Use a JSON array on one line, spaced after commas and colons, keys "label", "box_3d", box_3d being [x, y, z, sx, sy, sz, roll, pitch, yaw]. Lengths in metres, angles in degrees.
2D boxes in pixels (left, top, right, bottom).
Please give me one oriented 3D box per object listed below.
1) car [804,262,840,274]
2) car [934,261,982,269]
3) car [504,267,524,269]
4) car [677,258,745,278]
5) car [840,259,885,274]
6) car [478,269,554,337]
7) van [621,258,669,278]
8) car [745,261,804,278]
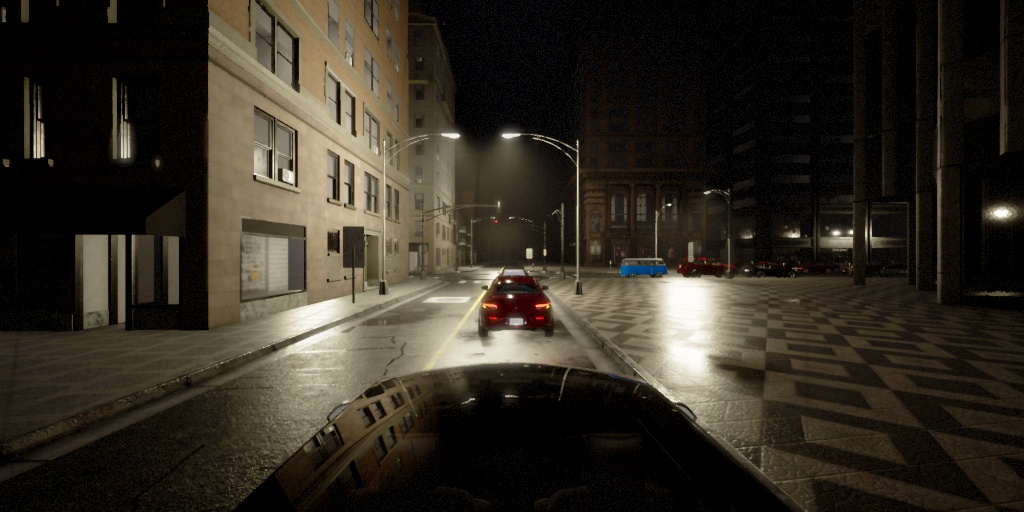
[{"label": "car", "box_3d": [34.199, 1.330, 40.821, 4.207, 1.307, 1.802, 0, 0, -1]}, {"label": "car", "box_3d": [39.940, 1.190, 32.379, 4.097, 1.591, 1.967, 0, 0, -1]}, {"label": "car", "box_3d": [0.110, 1.302, 20.020, 1.994, 1.385, 4.181, 0, 0, 0]}, {"label": "car", "box_3d": [17.383, 1.078, 32.046, 5.009, 1.841, 2.192, 0, 0, -1]}, {"label": "car", "box_3d": [39.838, 1.185, 40.904, 4.097, 1.591, 1.967, 0, 0, -1]}, {"label": "car", "box_3d": [0.095, 1.271, 10.148, 1.812, 1.442, 4.674, 0, 0, 0]}, {"label": "van", "box_3d": [11.742, 1.105, 31.962, 3.998, 1.789, 1.690, 0, 0, -1]}, {"label": "car", "box_3d": [23.022, 1.325, 32.129, 4.313, 1.339, 1.948, 0, 0, -1]}]
